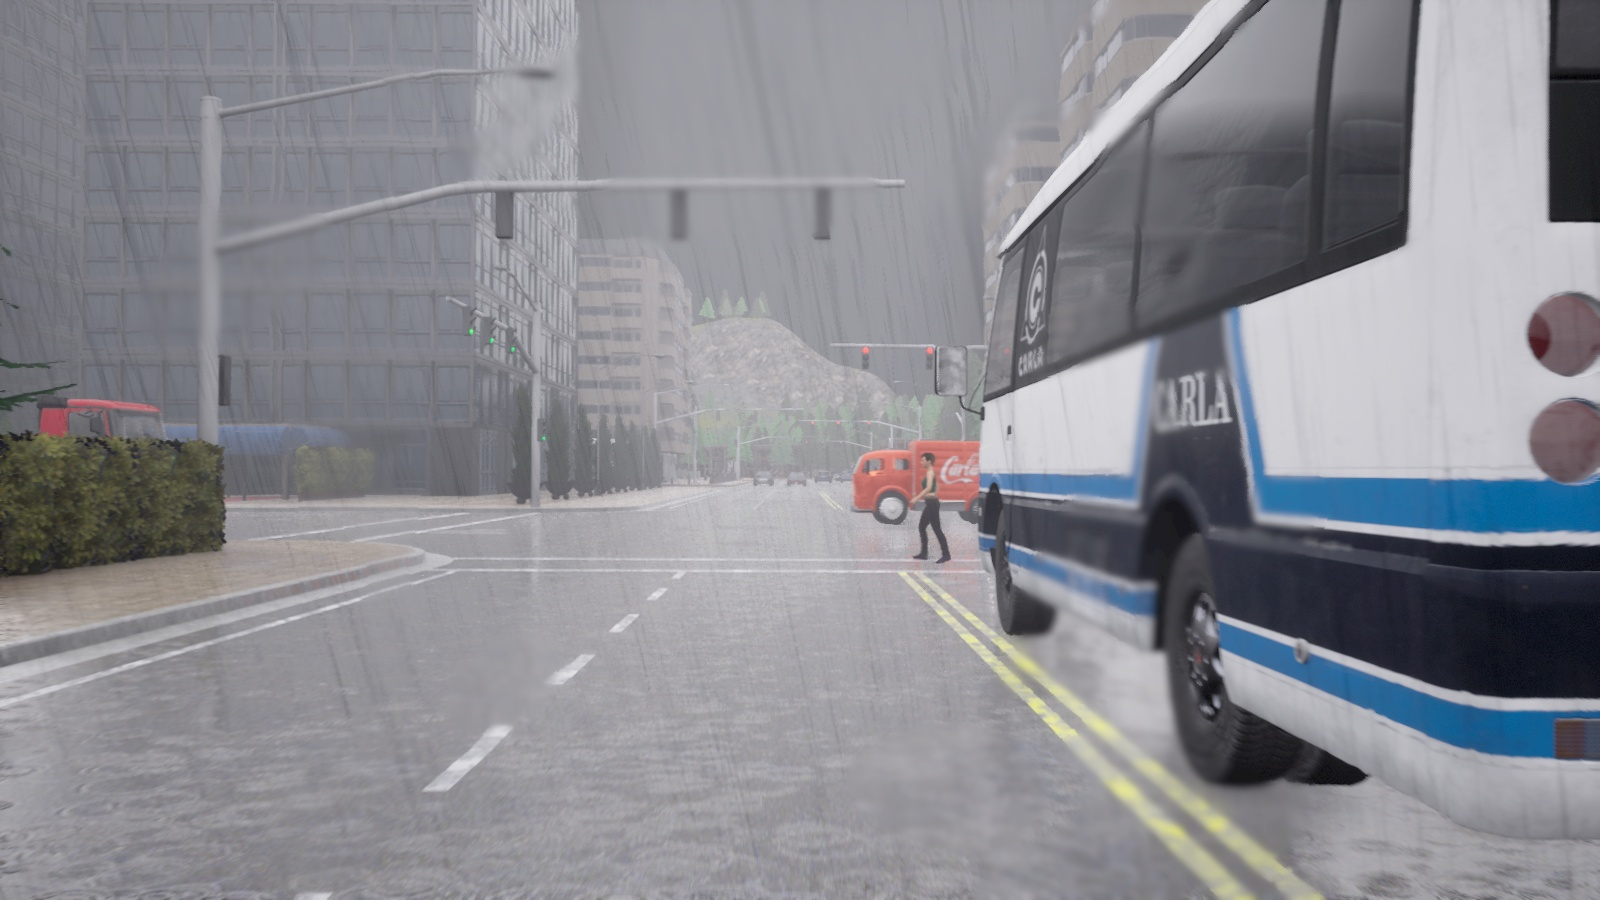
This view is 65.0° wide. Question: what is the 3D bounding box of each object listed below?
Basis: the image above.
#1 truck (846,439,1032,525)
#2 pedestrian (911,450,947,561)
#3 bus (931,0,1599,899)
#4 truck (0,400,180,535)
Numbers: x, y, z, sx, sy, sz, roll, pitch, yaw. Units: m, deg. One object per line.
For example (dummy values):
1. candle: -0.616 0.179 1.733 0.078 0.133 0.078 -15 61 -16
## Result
1. truck: 4.043 0.939 37.448 5.204 2.467 2.627 0 -1 -1
2. pedestrian: 2.165 0.928 21.096 0.594 1.836 0.345 0 -1 6
3. bus: 3.473 -0.425 9.025 3.944 4.253 10.273 0 -1 0
4. truck: -21.305 0.481 33.639 7.936 3.462 2.891 0 -1 -1
